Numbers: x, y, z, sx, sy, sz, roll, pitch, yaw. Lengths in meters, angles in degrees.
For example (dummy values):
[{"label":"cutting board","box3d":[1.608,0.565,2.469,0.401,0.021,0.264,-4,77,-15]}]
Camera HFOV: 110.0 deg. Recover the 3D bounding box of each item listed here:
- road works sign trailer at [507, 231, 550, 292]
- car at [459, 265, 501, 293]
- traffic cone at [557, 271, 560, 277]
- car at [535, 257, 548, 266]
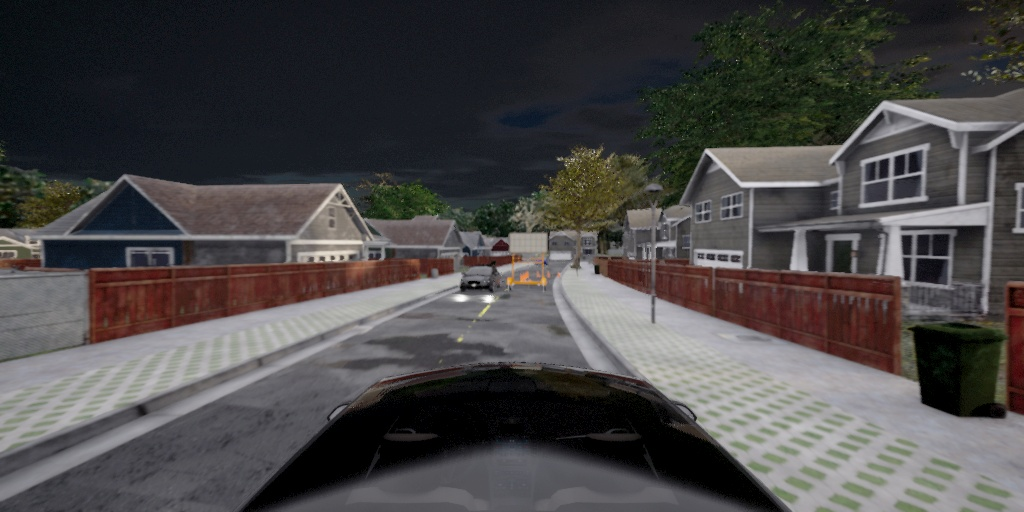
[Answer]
[{"label":"road works sign trailer","box3d":[0.992,0.261,21.832,2.380,3.560,2.880,0,0,9]},{"label":"car","box3d":[-1.764,1.284,21.248,1.837,1.490,4.892,0,0,6]},{"label":"traffic cone","box3d":[4.480,1.733,34.453,0.340,0.580,0.340,0,0,9]},{"label":"car","box3d":[5.227,0.925,62.646,1.882,1.535,5.008,1,1,11]}]
